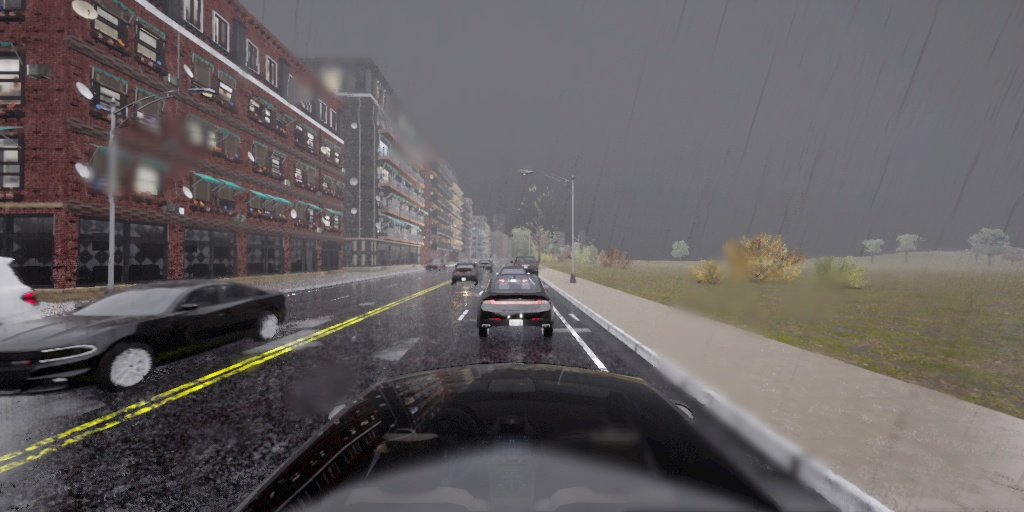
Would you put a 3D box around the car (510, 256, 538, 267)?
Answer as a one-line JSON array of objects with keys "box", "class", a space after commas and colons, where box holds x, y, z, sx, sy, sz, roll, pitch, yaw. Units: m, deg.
[{"box": [1.070, 0.978, 30.912, 2.150, 2.045, 5.566, 0, 0, 0], "class": "car"}]

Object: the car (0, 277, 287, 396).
[{"box": [-6.609, 1.228, 6.973, 1.882, 1.535, 5.008, 0, 0, 0], "class": "car"}]

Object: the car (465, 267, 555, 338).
[{"box": [0.081, 1.243, 10.260, 2.128, 1.511, 4.902, 0, 0, 0], "class": "car"}]

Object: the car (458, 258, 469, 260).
[{"box": [-6.708, 1.105, 49.356, 2.097, 1.767, 4.553, 0, 0, 0], "class": "car"}]

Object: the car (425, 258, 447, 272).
[{"box": [-9.954, 1.105, 46.931, 2.097, 1.767, 4.553, 0, 0, 0], "class": "car"}]

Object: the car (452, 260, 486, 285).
[{"box": [-3.207, 1.259, 26.177, 1.837, 1.490, 4.892, 0, 0, 0], "class": "car"}]

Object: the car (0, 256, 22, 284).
[{"box": [-9.856, 0.972, 4.284, 2.150, 2.045, 5.566, 0, 0, 0], "class": "car"}]

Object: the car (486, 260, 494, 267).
[{"box": [-3.250, 1.252, 44.527, 1.837, 1.490, 4.892, 0, -2, 0], "class": "car"}]

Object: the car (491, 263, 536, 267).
[{"box": [0.060, 1.300, 20.700, 2.033, 1.411, 5.357, 0, 0, 0], "class": "car"}]
